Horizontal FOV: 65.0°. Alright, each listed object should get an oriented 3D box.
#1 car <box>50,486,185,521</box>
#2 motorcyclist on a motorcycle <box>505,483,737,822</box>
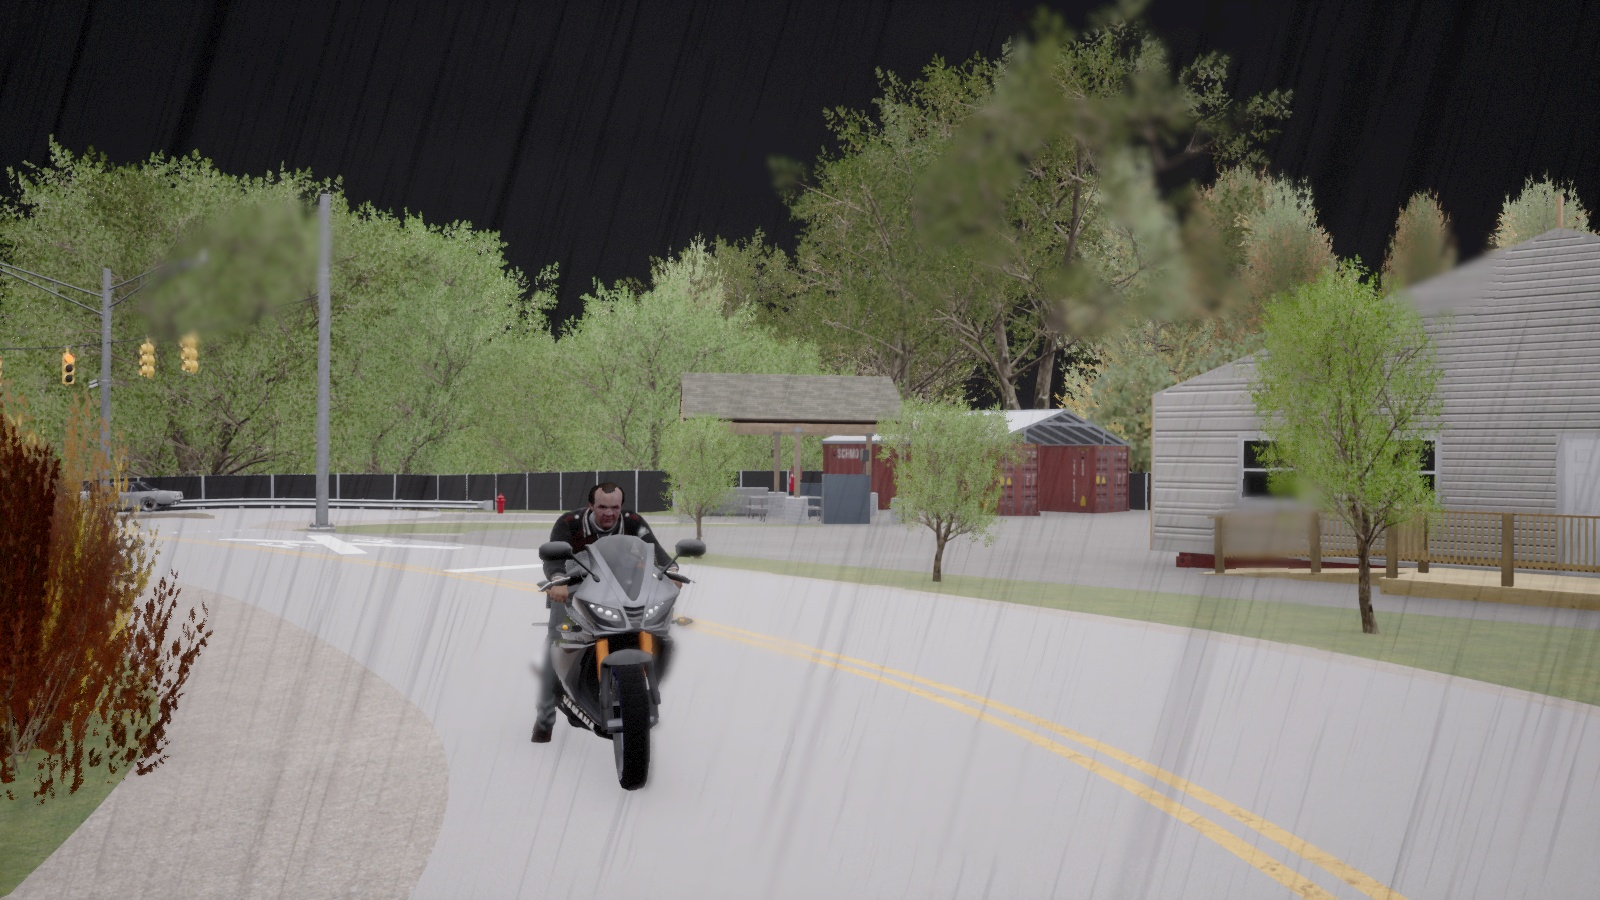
[{"bbox_3d":[-28.876,2.248,53.310,4.718,1.301,1.895,-1,-1,-16],"label":"car"},{"bbox_3d":[-1.077,0.965,6.969,0.866,1.530,2.191,0,-1,-19],"label":"motorcyclist on a motorcycle"}]
